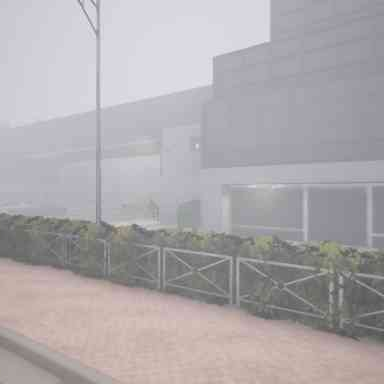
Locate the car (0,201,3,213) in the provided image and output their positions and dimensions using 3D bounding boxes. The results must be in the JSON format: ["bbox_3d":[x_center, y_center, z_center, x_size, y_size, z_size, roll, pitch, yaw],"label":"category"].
[{"bbox_3d":[-17.022,1.534,30.022,1.812,1.442,4.674,0,0,36],"label":"car"}]

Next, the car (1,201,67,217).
[{"bbox_3d":[-13.501,1.608,28.950,1.895,1.301,4.718,0,0,35],"label":"car"}]

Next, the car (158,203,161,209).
[{"bbox_3d":[-2.479,1.533,44.393,1.812,1.442,4.674,0,0,36],"label":"car"}]

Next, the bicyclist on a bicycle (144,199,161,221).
[{"bbox_3d":[-2.865,1.308,24.087,1.656,1.620,0.582,0,0,35],"label":"bicyclist on a bicycle"}]

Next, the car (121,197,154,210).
[{"bbox_3d":[-7.150,1.486,43.880,1.882,1.535,5.008,0,0,36],"label":"car"}]
